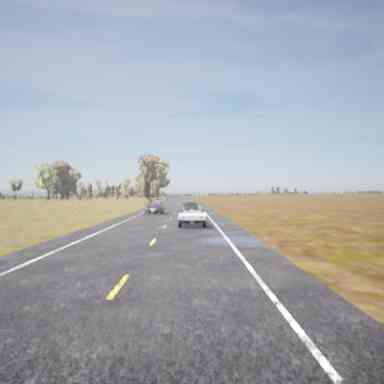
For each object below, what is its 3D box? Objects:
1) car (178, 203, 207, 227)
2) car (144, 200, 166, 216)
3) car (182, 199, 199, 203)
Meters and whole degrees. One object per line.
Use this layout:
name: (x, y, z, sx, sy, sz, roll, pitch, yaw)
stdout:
car: (0.002, 1.671, 23.601, 1.895, 1.301, 4.718, 0, 0, 0)
car: (-3.805, 1.601, 34.646, 2.128, 1.511, 4.902, 0, 0, -1)
car: (-0.206, 1.626, 41.665, 2.128, 1.511, 4.902, 0, 0, -1)
